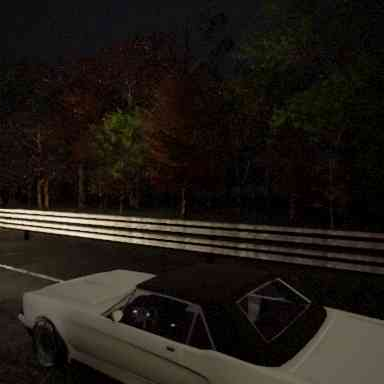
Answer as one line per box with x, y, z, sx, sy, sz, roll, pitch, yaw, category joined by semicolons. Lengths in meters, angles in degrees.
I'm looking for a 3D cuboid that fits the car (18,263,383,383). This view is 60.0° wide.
-0.093;1.598;4.052;4.718;1.301;1.895;0;0;35;car
